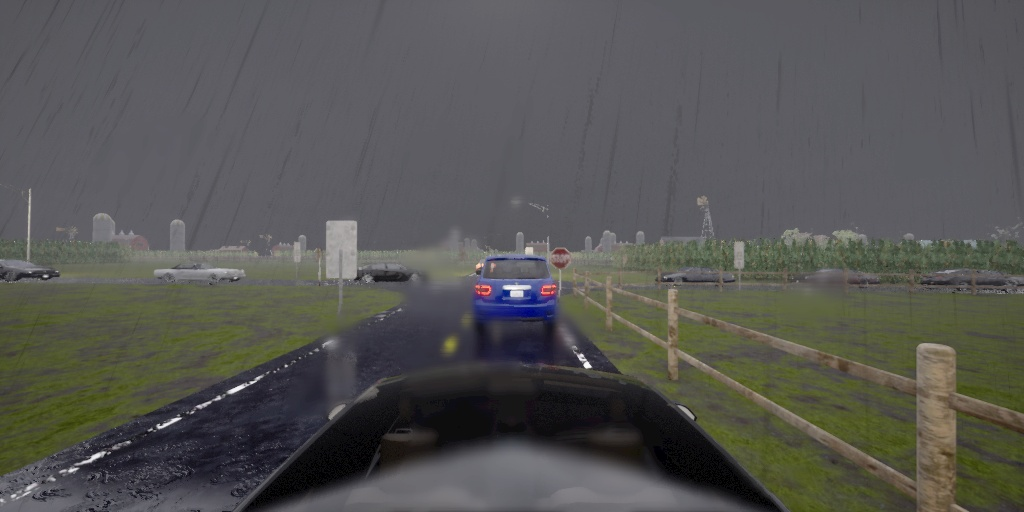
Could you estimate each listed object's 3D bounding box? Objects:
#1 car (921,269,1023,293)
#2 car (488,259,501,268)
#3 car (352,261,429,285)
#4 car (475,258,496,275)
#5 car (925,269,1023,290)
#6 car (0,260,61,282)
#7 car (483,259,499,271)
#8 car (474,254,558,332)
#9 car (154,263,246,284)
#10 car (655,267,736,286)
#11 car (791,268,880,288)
[{"bbox_3d":[30.160,1.607,23.688,4.892,1.490,1.837,1,-1,0],"label":"car"},{"bbox_3d":[-2.928,1.277,61.253,2.033,1.411,5.357,0,0,0],"label":"car"},{"bbox_3d":[-8.261,1.147,24.640,5.008,1.535,1.882,1,0,-13],"label":"car"},{"bbox_3d":[-2.909,1.099,40.691,2.097,1.767,4.553,0,0,0],"label":"car"},{"bbox_3d":[34.566,1.745,26.622,5.357,1.411,2.033,1,-1,0],"label":"car"},{"bbox_3d":[-33.590,0.936,23.812,5.357,1.411,2.033,1,-1,0],"label":"car"},{"bbox_3d":[-2.919,1.218,50.596,1.882,1.535,5.008,0,0,0],"label":"car"},{"bbox_3d":[0.061,0.975,11.044,2.150,2.045,5.566,0,0,-1],"label":"car"},{"bbox_3d":[-20.540,1.124,23.785,4.718,1.301,1.895,1,-1,0],"label":"car"},{"bbox_3d":[13.580,1.494,26.649,5.357,1.411,2.033,1,-1,-1],"label":"car"},{"bbox_3d":[23.990,1.617,26.649,5.357,1.411,2.033,1,-1,0],"label":"car"}]
